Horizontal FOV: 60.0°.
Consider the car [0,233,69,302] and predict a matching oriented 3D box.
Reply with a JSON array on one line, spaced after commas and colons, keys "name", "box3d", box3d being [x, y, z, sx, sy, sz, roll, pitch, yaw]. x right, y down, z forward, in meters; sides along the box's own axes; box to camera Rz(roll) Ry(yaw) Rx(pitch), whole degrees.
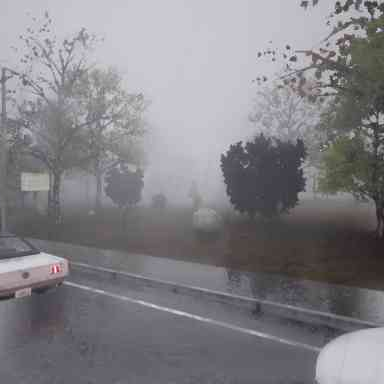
[{"name": "car", "box3d": [-4.968, 1.601, 7.534, 4.718, 1.301, 1.895, 0, 0, 36]}]

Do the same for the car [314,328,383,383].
[{"name": "car", "box3d": [3.100, 1.526, 1.797, 4.674, 1.442, 1.812, 0, 0, 35]}]
